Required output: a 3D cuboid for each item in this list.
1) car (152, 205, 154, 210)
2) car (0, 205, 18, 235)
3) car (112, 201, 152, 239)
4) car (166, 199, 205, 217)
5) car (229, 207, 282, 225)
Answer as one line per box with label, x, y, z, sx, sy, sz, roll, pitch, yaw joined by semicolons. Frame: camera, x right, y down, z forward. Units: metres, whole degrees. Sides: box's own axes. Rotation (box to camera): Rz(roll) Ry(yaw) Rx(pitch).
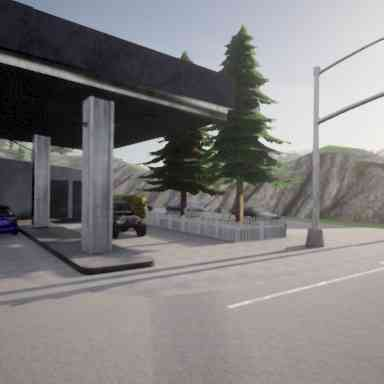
car;-6.727;1.658;41.553;2.033;1.411;5.357;1;0;-34
car;-11.244;1.527;18.764;2.242;1.667;4.611;1;0;-35
car;-4.116;1.446;18.478;1.905;1.878;3.866;1;0;-35
car;-0.706;1.532;32.799;2.097;1.767;4.553;1;0;-35
car;4.689;1.806;24.954;1.994;1.385;4.181;1;0;-35
